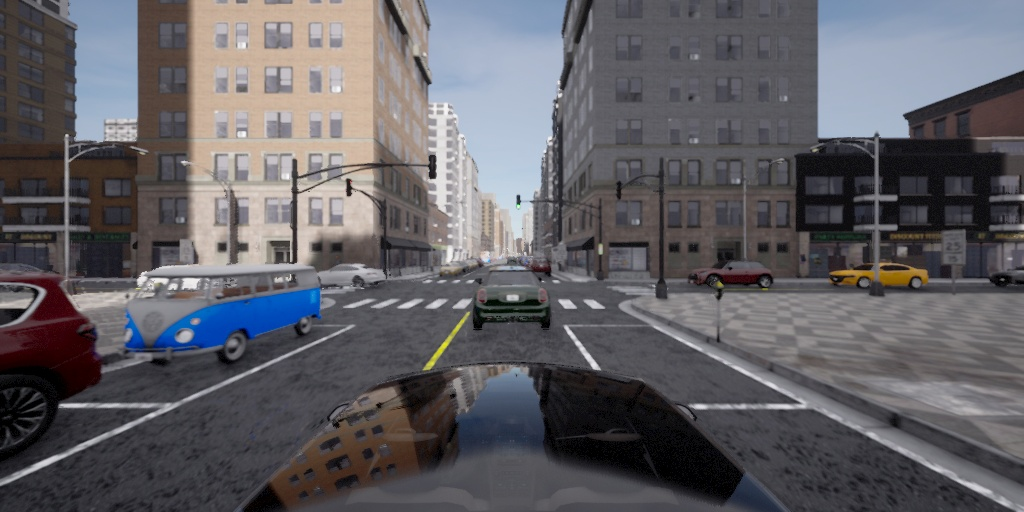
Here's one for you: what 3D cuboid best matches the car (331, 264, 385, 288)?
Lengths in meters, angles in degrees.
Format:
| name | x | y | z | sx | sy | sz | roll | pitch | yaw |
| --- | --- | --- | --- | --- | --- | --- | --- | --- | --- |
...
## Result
| name | x | y | z | sx | sy | sz | roll | pitch | yaw |
| --- | --- | --- | --- | --- | --- | --- | --- | --- | --- |
| car | -10.357 | 1.213 | 22.527 | 4.674 | 1.442 | 1.812 | 0 | 0 | 9 |

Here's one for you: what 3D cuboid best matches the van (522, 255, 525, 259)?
| name | x | y | z | sx | sy | sz | roll | pitch | yaw |
| --- | --- | --- | --- | --- | --- | --- | --- | --- | --- |
| van | 2.678 | 0.936 | 51.756 | 1.690 | 1.789 | 3.998 | 0 | 0 | 0 |

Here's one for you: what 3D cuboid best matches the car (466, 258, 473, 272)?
| name | x | y | z | sx | sy | sz | roll | pitch | yaw |
| --- | --- | --- | --- | --- | --- | --- | --- | --- | --- |
| car | -5.850 | 1.203 | 40.470 | 1.948 | 1.339 | 4.313 | 0 | 0 | 0 |

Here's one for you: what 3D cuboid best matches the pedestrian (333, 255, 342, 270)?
| name | x | y | z | sx | sy | sz | roll | pitch | yaw |
| --- | --- | --- | --- | --- | --- | --- | --- | --- | --- |
| pedestrian | -12.546 | 0.824 | 25.763 | 0.375 | 1.860 | 0.375 | 0 | 0 | 1 |

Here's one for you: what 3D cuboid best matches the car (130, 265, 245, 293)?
| name | x | y | z | sx | sy | sz | roll | pitch | yaw |
| --- | --- | --- | --- | --- | --- | --- | --- | --- | --- |
| car | -17.626 | 1.218 | 19.605 | 4.674 | 1.442 | 1.812 | 0 | 0 | 1 |

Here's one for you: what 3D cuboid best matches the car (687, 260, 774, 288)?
| name | x | y | z | sx | sy | sz | roll | pitch | yaw |
| --- | --- | --- | --- | --- | --- | --- | --- | --- | --- |
| car | 13.463 | 1.041 | 22.333 | 4.553 | 1.767 | 2.097 | 0 | 0 | 1 |

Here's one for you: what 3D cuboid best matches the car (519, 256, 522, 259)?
| name | x | y | z | sx | sy | sz | roll | pitch | yaw |
| --- | --- | --- | --- | --- | --- | --- | --- | --- | --- |
| car | 2.680 | 1.078 | 63.239 | 1.751 | 1.417 | 4.829 | 0 | 0 | 0 |

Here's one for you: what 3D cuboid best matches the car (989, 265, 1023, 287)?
| name | x | y | z | sx | sy | sz | roll | pitch | yaw |
| --- | --- | --- | --- | --- | --- | --- | --- | --- | --- |
| car | 32.602 | 1.205 | 22.023 | 4.892 | 1.490 | 1.837 | 0 | 0 | 1 |

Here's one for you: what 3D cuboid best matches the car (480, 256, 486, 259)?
| name | x | y | z | sx | sy | sz | roll | pitch | yaw |
| --- | --- | --- | --- | --- | --- | --- | --- | --- | --- |
| car | -5.847 | 0.889 | 57.435 | 2.192 | 1.841 | 5.009 | 0 | 0 | 0 |

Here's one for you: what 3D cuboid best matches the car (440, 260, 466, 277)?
| name | x | y | z | sx | sy | sz | roll | pitch | yaw |
| --- | --- | --- | --- | --- | --- | --- | --- | --- | --- |
| car | -5.851 | 1.182 | 34.645 | 1.751 | 1.417 | 4.829 | 0 | 0 | 0 |

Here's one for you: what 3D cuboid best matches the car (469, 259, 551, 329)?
| name | x | y | z | sx | sy | sz | roll | pitch | yaw |
| --- | --- | --- | --- | --- | --- | --- | --- | --- | --- |
| car | -0.093 | 1.087 | 11.327 | 2.097 | 1.767 | 4.553 | 0 | 0 | -3 |

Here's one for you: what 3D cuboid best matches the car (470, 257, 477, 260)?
| name | x | y | z | sx | sy | sz | roll | pitch | yaw |
| --- | --- | --- | --- | --- | --- | --- | --- | --- | --- |
| car | -5.849 | 1.142 | 45.955 | 1.751 | 1.417 | 4.829 | 0 | 0 | 0 |

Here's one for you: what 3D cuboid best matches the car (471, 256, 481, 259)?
| name | x | y | z | sx | sy | sz | roll | pitch | yaw |
| --- | --- | --- | --- | --- | --- | --- | --- | --- | --- |
| car | -5.848 | 1.121 | 51.610 | 1.751 | 1.417 | 4.829 | 0 | 0 | 0 |

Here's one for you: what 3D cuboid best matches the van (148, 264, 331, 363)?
| name | x | y | z | sx | sy | sz | roll | pitch | yaw |
| --- | --- | --- | --- | --- | --- | --- | --- | --- | --- |
| van | -5.856 | 1.083 | 7.797 | 1.690 | 1.789 | 3.998 | 0 | 0 | 0 |

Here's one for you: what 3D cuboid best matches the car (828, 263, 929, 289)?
| name | x | y | z | sx | sy | sz | roll | pitch | yaw |
| --- | --- | --- | --- | --- | --- | --- | --- | --- | --- |
| car | 22.530 | 1.171 | 22.186 | 5.008 | 1.535 | 1.882 | 0 | 0 | 1 |

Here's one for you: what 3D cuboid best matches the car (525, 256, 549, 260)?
| name | x | y | z | sx | sy | sz | roll | pitch | yaw |
| --- | --- | --- | --- | --- | --- | --- | --- | --- | --- |
| car | 2.675 | 0.972 | 34.786 | 2.192 | 1.841 | 5.009 | 0 | 0 | 0 |

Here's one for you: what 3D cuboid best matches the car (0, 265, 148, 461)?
| name | x | y | z | sx | sy | sz | roll | pitch | yaw |
| --- | --- | --- | --- | --- | --- | --- | --- | --- | --- |
| car | -5.857 | 1.064 | 2.156 | 2.192 | 1.841 | 5.009 | 0 | 0 | 0 |

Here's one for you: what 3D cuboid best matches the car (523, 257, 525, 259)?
| name | x | y | z | sx | sy | sz | roll | pitch | yaw |
| --- | --- | --- | --- | --- | --- | --- | --- | --- | --- |
| car | 2.677 | 1.162 | 46.099 | 1.888 | 1.381 | 4.507 | 0 | 0 | 0 |
